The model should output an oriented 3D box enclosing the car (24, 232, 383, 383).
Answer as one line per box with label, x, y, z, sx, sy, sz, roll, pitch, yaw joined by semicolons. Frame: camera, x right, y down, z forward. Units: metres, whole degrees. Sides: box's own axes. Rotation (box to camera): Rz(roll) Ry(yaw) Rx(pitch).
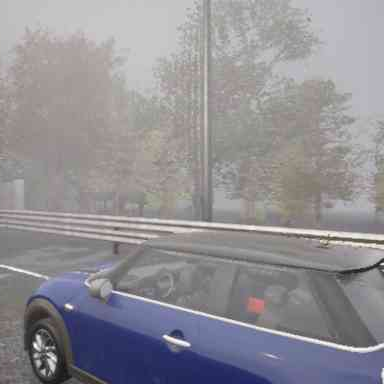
car;0.054;1.243;3.748;4.553;1.767;2.097;0;0;38
